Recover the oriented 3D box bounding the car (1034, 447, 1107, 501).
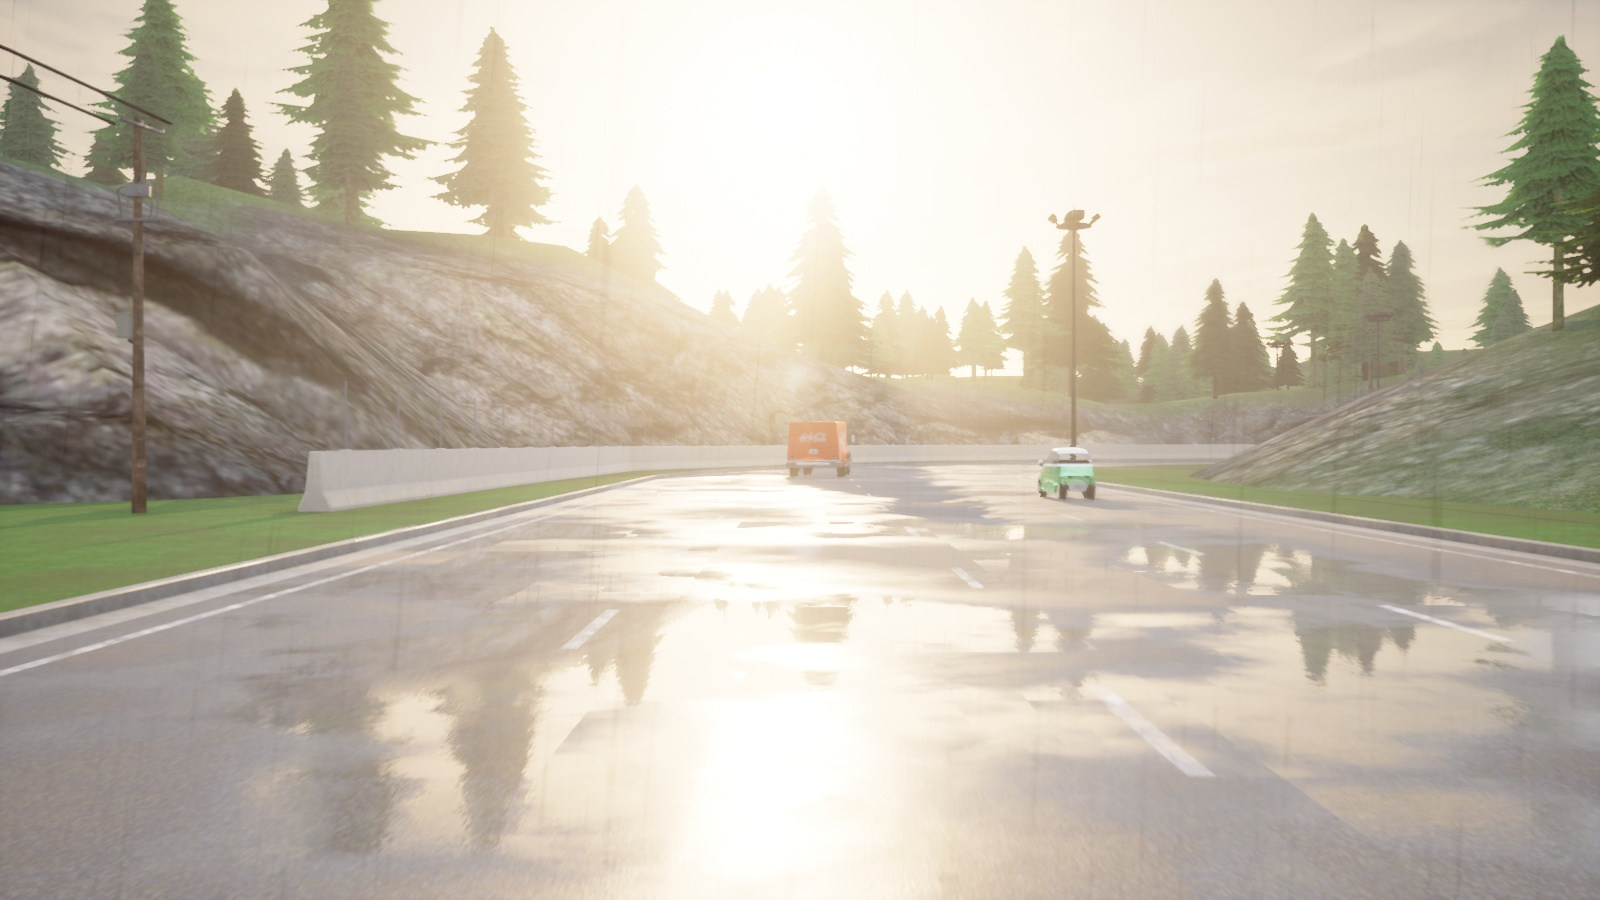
[{"bbox_3d":[7.207,0.617,33.650,1.481,1.376,2.207,0,1,0],"label":"car"}]

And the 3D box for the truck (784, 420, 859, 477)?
[{"bbox_3d":[1.050,-0.061,56.988,2.627,2.467,5.204,0,0,10],"label":"truck"}]
